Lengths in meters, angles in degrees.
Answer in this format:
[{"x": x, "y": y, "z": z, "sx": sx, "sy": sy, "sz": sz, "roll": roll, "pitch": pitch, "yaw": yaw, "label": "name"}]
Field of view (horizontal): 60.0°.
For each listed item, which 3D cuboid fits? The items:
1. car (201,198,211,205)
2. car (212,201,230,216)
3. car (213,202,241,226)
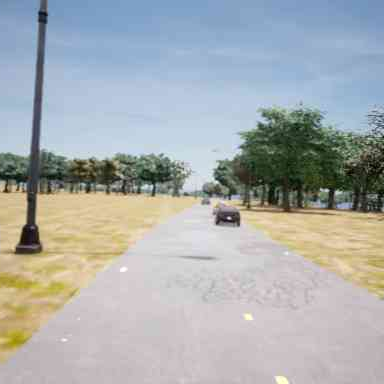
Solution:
[{"x": 3.027, "y": 2.058, "z": 72.602, "sx": 1.837, "sy": 1.490, "sz": 4.892, "roll": 3, "pitch": 0, "yaw": 5, "label": "car"}, {"x": 3.552, "y": 1.949, "z": 40.843, "sx": 1.882, "sy": 1.535, "sz": 5.008, "roll": 3, "pitch": 0, "yaw": 5, "label": "car"}, {"x": 2.917, "y": 1.862, "z": 27.570, "sx": 1.882, "sy": 1.535, "sz": 5.008, "roll": 3, "pitch": -1, "yaw": 2, "label": "car"}]
